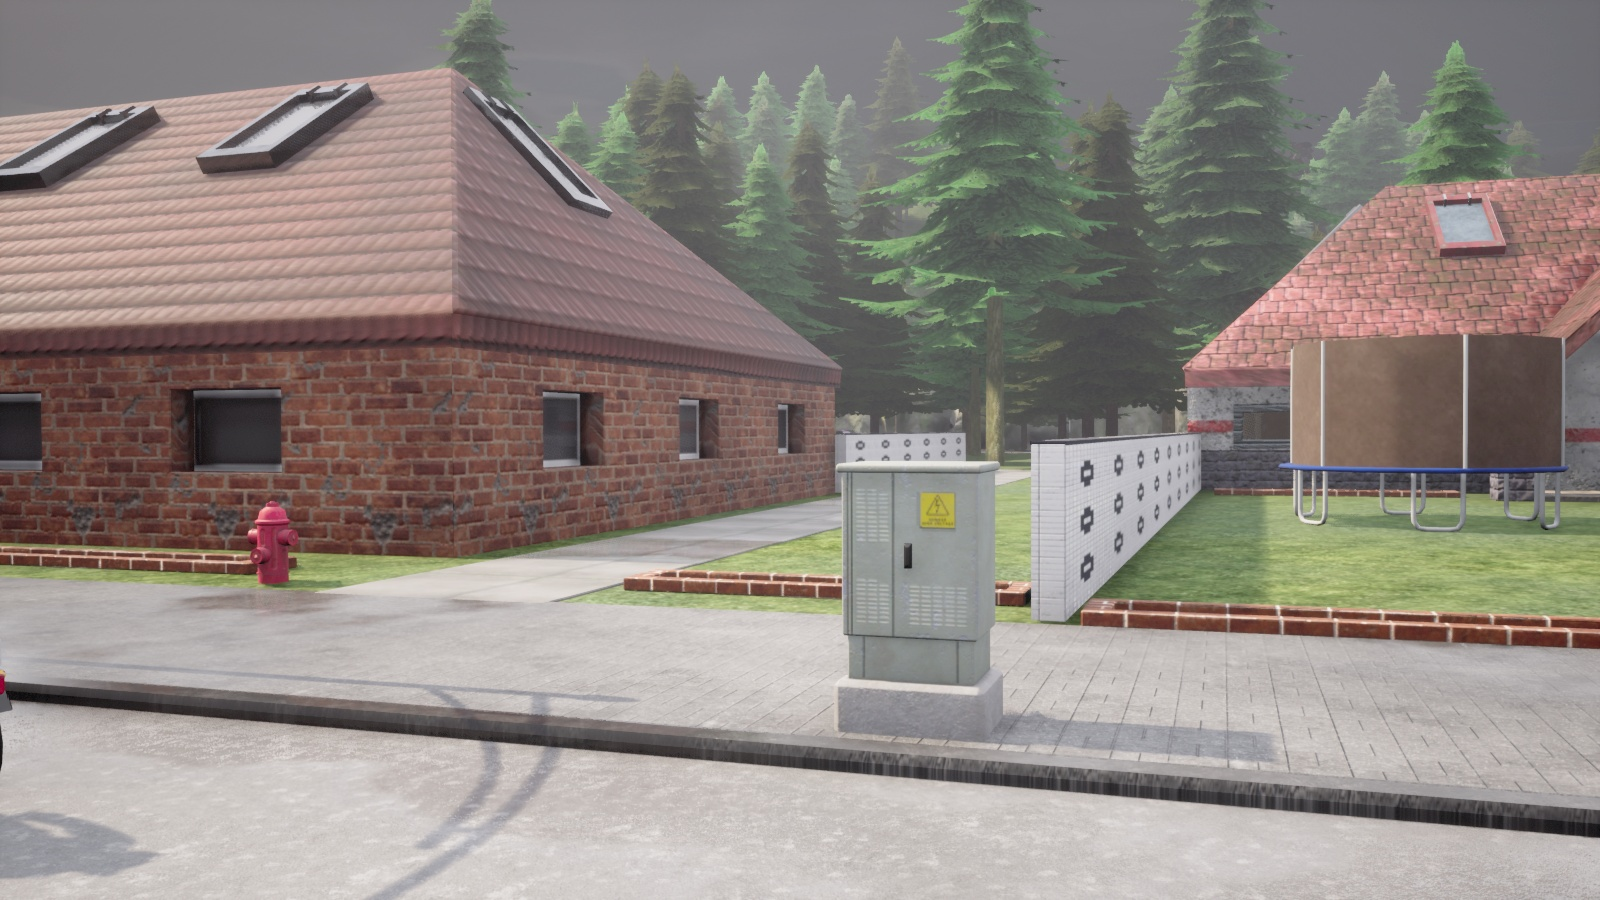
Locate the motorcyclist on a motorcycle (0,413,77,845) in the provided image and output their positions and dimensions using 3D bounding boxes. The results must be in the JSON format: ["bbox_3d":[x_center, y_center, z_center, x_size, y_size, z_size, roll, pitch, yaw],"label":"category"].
[{"bbox_3d":[-4.187,0.679,5.127,2.350,1.649,0.766,0,1,19],"label":"motorcyclist on a motorcycle"}]
